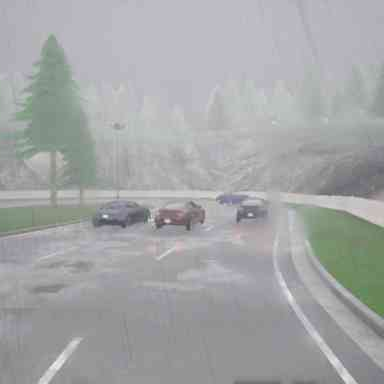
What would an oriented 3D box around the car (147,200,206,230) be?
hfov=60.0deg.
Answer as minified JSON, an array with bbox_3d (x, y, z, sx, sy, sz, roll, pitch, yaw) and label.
[{"bbox_3d":[-0.555,1.157,18.058,1.812,1.442,4.674,0,1,15],"label":"car"}]

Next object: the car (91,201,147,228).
[{"bbox_3d":[-3.902,1.178,18.918,1.994,1.385,4.181,0,1,15],"label":"car"}]

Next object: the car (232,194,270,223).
[{"bbox_3d":[3.959,1.091,21.299,1.812,1.442,4.674,0,1,15],"label":"car"}]

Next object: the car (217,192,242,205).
[{"bbox_3d":[4.628,0.695,38.512,1.882,1.535,5.008,0,1,-21],"label":"car"}]
